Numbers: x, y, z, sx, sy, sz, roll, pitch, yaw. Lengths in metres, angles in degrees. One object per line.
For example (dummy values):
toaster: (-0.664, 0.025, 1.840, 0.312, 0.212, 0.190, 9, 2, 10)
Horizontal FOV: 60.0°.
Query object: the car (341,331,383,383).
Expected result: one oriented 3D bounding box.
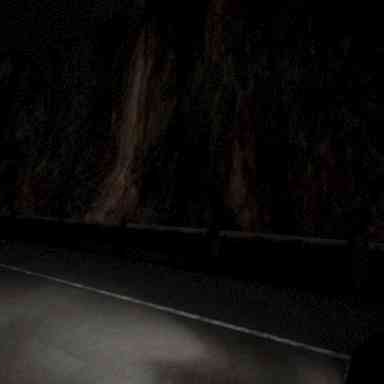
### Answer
car: (3.376, 1.491, 1.586, 4.902, 1.511, 2.128, 0, 0, 35)
